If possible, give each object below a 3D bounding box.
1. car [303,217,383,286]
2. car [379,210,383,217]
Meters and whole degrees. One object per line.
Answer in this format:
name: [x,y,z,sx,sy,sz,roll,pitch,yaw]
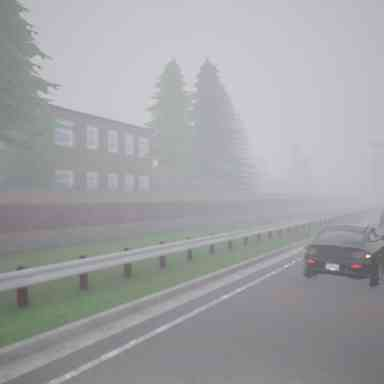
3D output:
car: [4.693,1.659,9.876,1.812,1.442,4.674,-1,-1,35]
car: [15.321,1.839,25.047,1.837,1.490,4.892,-1,-1,35]
